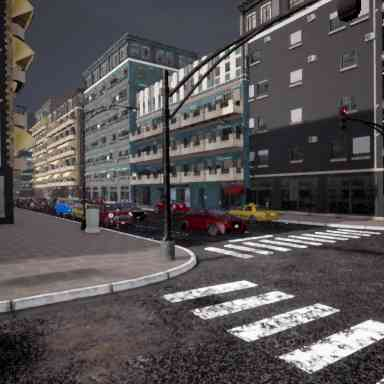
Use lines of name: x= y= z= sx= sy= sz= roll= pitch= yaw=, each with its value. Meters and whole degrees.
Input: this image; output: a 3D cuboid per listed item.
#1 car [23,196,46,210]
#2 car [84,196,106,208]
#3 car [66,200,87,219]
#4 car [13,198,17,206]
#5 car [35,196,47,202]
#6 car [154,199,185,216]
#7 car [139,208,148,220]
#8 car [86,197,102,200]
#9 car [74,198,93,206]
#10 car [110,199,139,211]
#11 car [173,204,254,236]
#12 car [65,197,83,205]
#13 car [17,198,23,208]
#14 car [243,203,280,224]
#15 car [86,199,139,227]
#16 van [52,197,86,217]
car: x=-21.868 y=1.628 z=46.489 sx=1.967 sy=1.590 sz=4.097 roll=-1 pitch=1 yaw=-36
car: x=-15.047 y=1.502 z=51.357 sx=1.967 sy=1.590 sz=4.097 roll=-1 pitch=1 yaw=-36
car: x=-8.905 y=1.652 z=28.334 sx=1.752 sy=1.417 sz=4.829 roll=-1 pitch=1 yaw=-36
car: x=-31.512 y=1.782 z=60.003 sx=1.887 sy=1.381 sz=4.507 roll=-1 pitch=1 yaw=-36
car: x=-37.554 y=1.728 z=82.889 sx=1.887 sy=1.381 sz=4.507 roll=-1 pitch=1 yaw=-36
car: x=-2.185 y=1.441 z=33.340 sx=1.967 sy=1.590 sz=4.097 roll=-1 pitch=1 yaw=-36
car: x=-5.758 y=1.630 z=28.383 sx=2.033 sy=1.411 sz=5.357 roll=-1 pitch=0 yaw=-35
car: x=-11.733 y=1.615 z=36.768 sx=1.837 sy=1.490 sz=4.892 roll=-1 pitch=0 yaw=-35
car: x=-18.261 y=1.643 z=55.862 sx=1.947 sy=1.339 sz=4.313 roll=-1 pitch=1 yaw=-36
car: x=-8.615 y=1.581 z=42.349 sx=2.008 sy=1.369 sz=4.403 roll=-1 pitch=1 yaw=-36
car: x=1.106 y=1.616 z=18.894 sx=1.994 sy=1.385 sz=4.181 roll=-1 pitch=0 yaw=-37
car: x=-21.477 y=1.645 z=60.367 sx=2.008 sy=1.369 sz=4.403 roll=-1 pitch=1 yaw=-36
car: x=-25.081 y=1.769 z=50.994 sx=1.947 sy=1.339 sz=4.313 roll=-1 pitch=1 yaw=-36
car: x=4.148 y=1.498 z=24.471 sx=1.752 sy=1.417 sz=4.829 roll=-1 pitch=1 yaw=-36
car: x=-5.790 y=1.553 z=23.968 sx=1.967 sy=1.590 sz=4.097 roll=-1 pitch=1 yaw=-36
van: x=-12.222 y=1.483 z=32.975 sx=1.690 sy=1.788 sz=3.998 roll=-1 pitch=1 yaw=-36
